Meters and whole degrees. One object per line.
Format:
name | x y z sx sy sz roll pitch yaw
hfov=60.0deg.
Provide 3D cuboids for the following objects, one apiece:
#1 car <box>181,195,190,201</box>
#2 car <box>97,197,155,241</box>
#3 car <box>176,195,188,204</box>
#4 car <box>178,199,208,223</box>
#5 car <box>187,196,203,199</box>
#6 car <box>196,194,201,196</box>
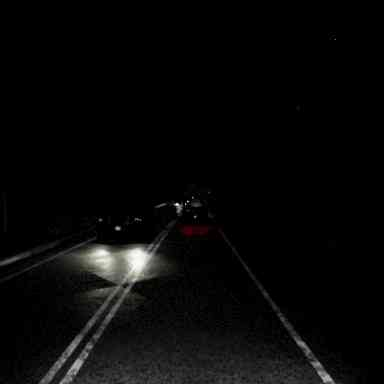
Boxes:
car | -1.600 1.470 82.848 1.837 1.490 4.892 0 0 2
car | -3.248 1.279 17.503 2.150 2.045 5.566 0 0 1
car | -2.117 1.634 67.021 1.895 1.301 4.718 0 0 2
car | 0.260 1.566 26.245 2.128 1.511 4.902 0 0 1
car | 0.614 1.608 45.531 1.812 1.442 4.674 0 0 1
car | 1.600 1.342 81.223 2.097 1.767 4.553 0 0 2
